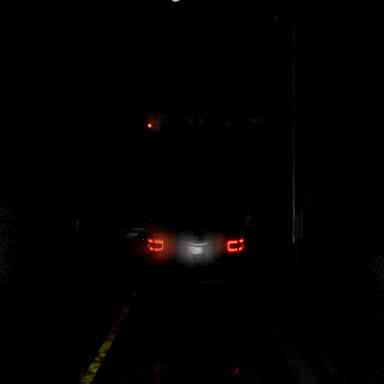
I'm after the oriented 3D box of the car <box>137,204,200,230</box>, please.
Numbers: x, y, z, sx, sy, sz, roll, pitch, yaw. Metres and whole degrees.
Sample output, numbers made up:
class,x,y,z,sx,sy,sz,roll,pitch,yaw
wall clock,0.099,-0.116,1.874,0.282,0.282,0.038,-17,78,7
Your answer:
class,x,y,z,sx,sy,sz,roll,pitch,yaw
car,-1.431,1.565,21.988,1.994,1.385,4.181,0,0,33

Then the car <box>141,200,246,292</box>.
class,x,y,z,sx,sy,sz,roll,pitch,yaw
car,0.079,1.222,9.066,2.150,2.045,5.566,0,0,0
